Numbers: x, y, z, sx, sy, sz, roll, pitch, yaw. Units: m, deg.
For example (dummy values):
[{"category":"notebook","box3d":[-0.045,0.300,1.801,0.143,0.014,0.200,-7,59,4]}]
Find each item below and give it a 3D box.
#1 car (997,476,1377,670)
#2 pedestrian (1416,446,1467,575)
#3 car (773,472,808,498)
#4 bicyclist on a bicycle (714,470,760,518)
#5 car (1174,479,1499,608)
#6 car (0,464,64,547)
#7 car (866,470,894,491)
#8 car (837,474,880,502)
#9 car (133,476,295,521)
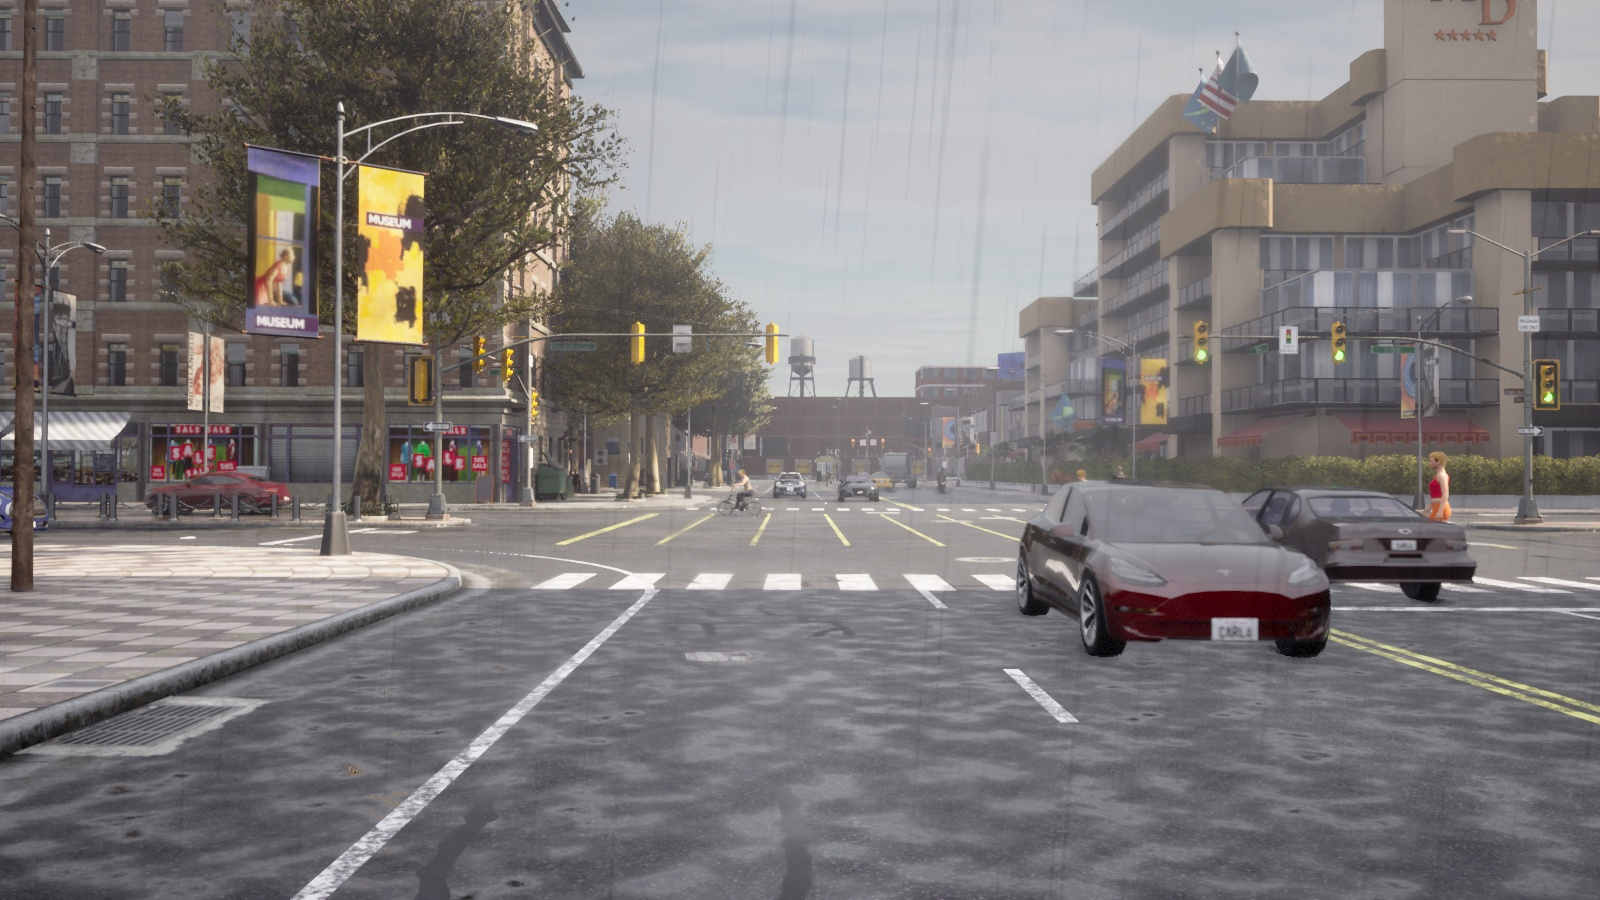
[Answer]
[{"category":"car","box3d":[3.403,1.005,12.215,2.163,1.488,4.792,0,-1,-1]},{"category":"pedestrian","box3d":[9.259,0.864,18.127,0.594,1.836,0.345,-1,-1,34]},{"category":"car","box3d":[-0.559,1.998,72.555,1.970,1.475,3.806,0,-1,0]},{"category":"bicyclist on a bicycle","box3d":[-2.131,1.477,42.799,1.509,1.612,0.866,0,-1,0]},{"category":"car","box3d":[6.873,1.118,16.899,2.033,1.411,5.357,0,-1,0]},{"category":"car","box3d":[-19.190,1.215,27.790,4.553,1.767,2.097,0,-1,1]},{"category":"car","box3d":[6.241,2.375,98.277,1.801,1.575,5.366,0,-1,0]},{"category":"car","box3d":[2.995,1.956,65.030,1.994,1.385,4.181,0,-1,-1]},{"category":"car","box3d":[-19.879,1.636,42.750,4.674,1.442,1.812,0,-1,0]}]
